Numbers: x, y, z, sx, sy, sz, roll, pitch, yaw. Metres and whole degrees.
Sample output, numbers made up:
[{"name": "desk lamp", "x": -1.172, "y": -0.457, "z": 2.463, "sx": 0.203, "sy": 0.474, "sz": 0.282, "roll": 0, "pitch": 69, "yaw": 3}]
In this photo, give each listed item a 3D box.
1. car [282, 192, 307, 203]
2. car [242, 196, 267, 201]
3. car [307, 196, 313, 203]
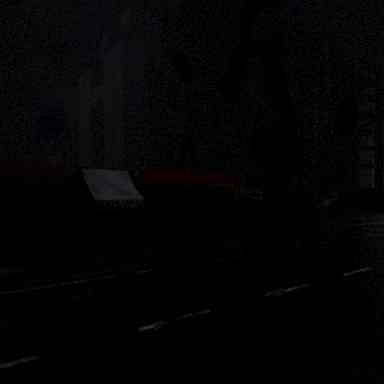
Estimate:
[{"name": "car", "x": 17.229, "y": 0.972, "z": 57.733, "sx": 1.905, "sy": 1.878, "sz": 3.866, "roll": 0, "pitch": 0, "yaw": -35}, {"name": "car", "x": 7.262, "y": 1.215, "z": 37.063, "sx": 2.097, "sy": 1.767, "sz": 4.553, "roll": 0, "pitch": 0, "yaw": -36}, {"name": "car", "x": 19.623, "y": 0.963, "z": 59.441, "sx": 1.905, "sy": 1.878, "sz": 3.866, "roll": 0, "pitch": 0, "yaw": -35}]
